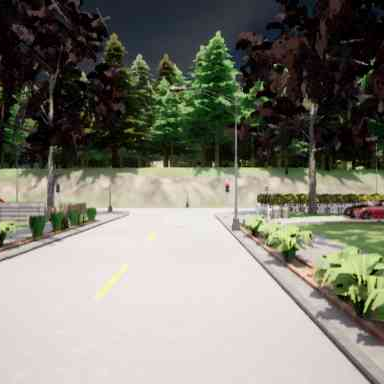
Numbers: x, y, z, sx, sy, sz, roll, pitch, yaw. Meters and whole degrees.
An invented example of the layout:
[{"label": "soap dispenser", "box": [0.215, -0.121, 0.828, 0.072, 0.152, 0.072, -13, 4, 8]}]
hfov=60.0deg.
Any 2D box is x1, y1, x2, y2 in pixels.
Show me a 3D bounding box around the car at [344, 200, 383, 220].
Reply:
[{"label": "car", "box": [13.088, 1.269, 23.548, 4.181, 1.381, 1.994, 0, 0, 0]}]
